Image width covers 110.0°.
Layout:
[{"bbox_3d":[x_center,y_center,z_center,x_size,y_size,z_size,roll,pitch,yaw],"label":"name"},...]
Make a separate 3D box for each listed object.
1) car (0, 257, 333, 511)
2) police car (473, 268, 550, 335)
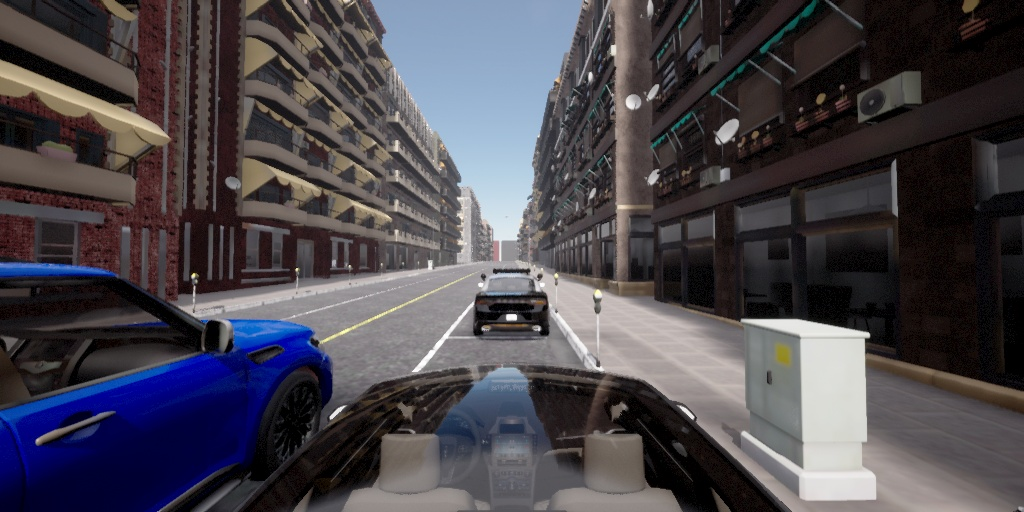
[{"bbox_3d":[-3.020,0.981,1.533,2.150,2.045,5.566,0,0,0],"label":"car"},{"bbox_3d":[-0.012,1.170,10.614,1.930,1.638,5.238,0,0,0],"label":"police car"}]
